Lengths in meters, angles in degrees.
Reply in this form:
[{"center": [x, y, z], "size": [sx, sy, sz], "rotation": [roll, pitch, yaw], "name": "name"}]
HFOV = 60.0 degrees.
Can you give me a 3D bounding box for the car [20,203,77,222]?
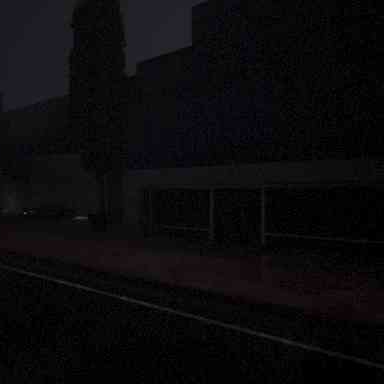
[{"center": [-11.406, 1.588, 26.696], "size": [1.994, 1.385, 4.181], "rotation": [0, 0, 36], "name": "car"}]
